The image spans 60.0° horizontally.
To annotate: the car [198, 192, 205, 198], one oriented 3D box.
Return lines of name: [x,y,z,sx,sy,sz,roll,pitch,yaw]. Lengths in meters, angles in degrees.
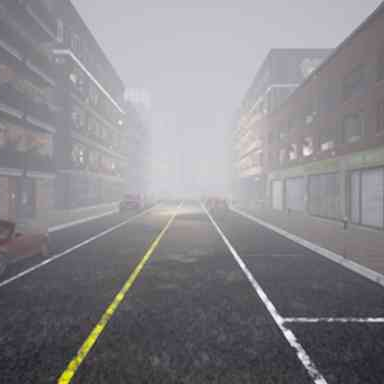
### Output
car: [2.609,0.768,88.988,1.752,1.417,4.829,0,0,0]

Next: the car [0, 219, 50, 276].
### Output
car: [-5.699,1.499,9.910,1.802,1.307,4.206,0,0,0]

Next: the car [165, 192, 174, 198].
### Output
car: [-5.767,0.844,83.178,2.008,1.369,4.403,0,0,0]

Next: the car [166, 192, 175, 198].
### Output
car: [-5.772,0.795,88.815,2.008,1.369,4.403,0,0,0]

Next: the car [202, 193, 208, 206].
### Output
car: [2.650,1.176,43.730,1.887,1.381,4.507,0,0,0]

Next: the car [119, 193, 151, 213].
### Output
car: [-5.719,1.042,32.453,2.192,1.841,5.009,0,0,0]

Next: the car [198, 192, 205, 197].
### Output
car: [2.603,0.762,94.454,1.947,1.339,4.313,0,0,0]

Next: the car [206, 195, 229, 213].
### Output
car: [2.660,1.251,32.628,1.752,1.417,4.829,0,0,0]

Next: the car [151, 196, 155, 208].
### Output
car: [-5.725,1.119,38.089,1.967,1.590,4.097,0,0,0]

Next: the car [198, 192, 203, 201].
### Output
car: [2.630,0.989,66.274,2.008,1.369,4.403,0,0,0]
